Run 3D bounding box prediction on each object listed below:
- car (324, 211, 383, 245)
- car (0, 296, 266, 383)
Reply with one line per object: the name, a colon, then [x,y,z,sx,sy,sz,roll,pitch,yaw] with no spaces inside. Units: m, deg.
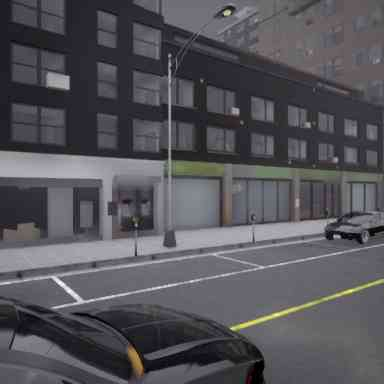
car: [8.036,1.565,15.630,4.313,1.339,1.947,0,0,-36]
car: [-1.632,1.477,2.116,5.008,1.535,1.882,0,0,-35]
